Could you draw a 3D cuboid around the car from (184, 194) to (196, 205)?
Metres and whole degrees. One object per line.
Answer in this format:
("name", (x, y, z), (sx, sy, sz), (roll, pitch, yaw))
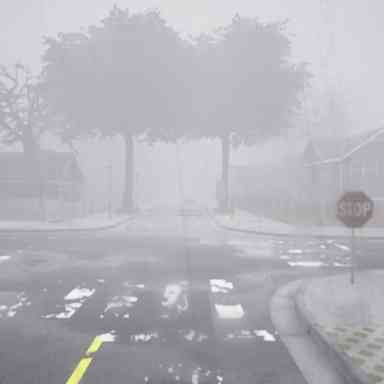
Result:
("car", (-0.293, 1.430, 56.821), (1.994, 1.385, 4.181), (0, 0, 0))

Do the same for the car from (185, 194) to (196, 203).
("car", (-0.345, 1.211, 66.840), (2.097, 1.767, 4.553), (0, 0, 0))
